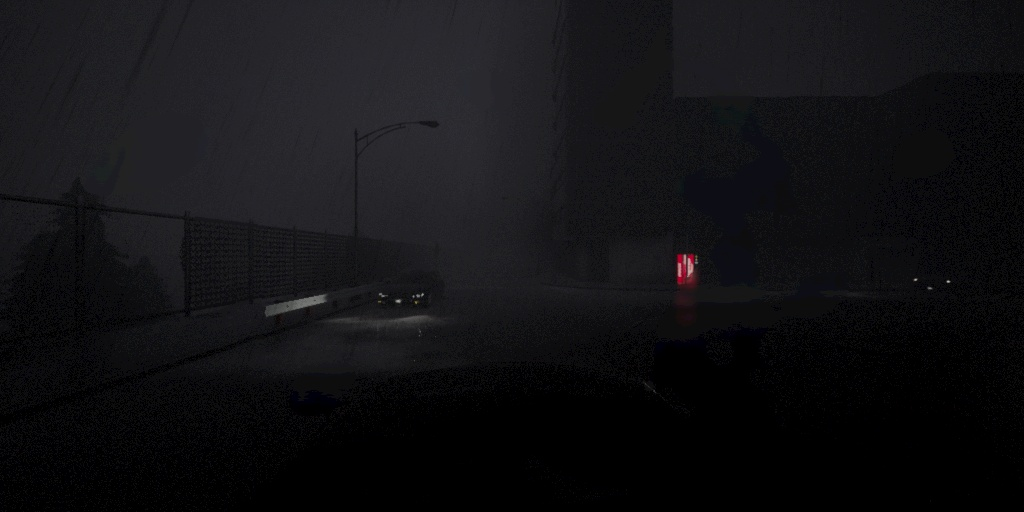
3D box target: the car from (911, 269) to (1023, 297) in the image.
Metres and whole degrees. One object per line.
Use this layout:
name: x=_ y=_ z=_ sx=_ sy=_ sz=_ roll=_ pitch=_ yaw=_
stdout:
car: x=23.763 y=1.348 z=18.484 sx=4.718 sy=1.301 sz=1.895 roll=0 pitch=0 yaw=0

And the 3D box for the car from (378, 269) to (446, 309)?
car: x=-3.997 y=1.339 z=15.058 sx=1.837 sy=1.490 sz=4.892 roll=0 pitch=0 yaw=0

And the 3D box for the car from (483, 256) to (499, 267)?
car: x=-3.979 y=1.018 z=64.464 sx=2.150 sy=2.045 sz=5.566 roll=0 pitch=2 yaw=0
